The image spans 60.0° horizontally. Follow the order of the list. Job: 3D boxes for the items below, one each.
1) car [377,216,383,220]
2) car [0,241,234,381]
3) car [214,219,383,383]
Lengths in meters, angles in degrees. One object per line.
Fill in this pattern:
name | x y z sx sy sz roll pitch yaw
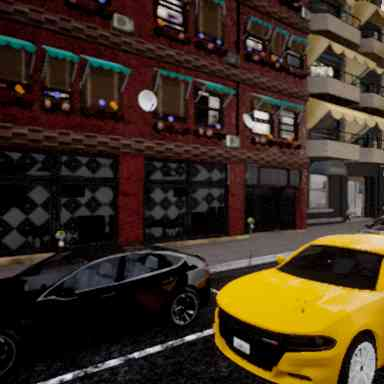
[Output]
car | 7.439 1.497 11.856 4.313 1.339 1.947 0 1 -35
car | -1.630 1.557 5.383 4.313 1.339 1.947 0 1 -35
car | 2.597 1.451 5.219 5.008 1.535 1.882 0 0 -35
